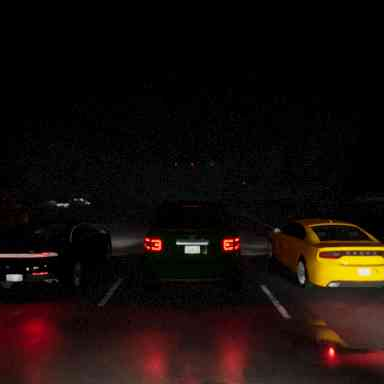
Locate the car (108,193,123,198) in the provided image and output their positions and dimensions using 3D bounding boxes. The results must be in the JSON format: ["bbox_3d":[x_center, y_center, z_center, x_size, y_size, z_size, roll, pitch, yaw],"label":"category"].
[{"bbox_3d":[-18.812,1.177,80.016,2.033,1.411,5.357,0,0,-1],"label":"car"}]

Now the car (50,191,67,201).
[{"bbox_3d":[-29.195,0.898,73.407,2.150,2.045,5.566,0,0,-1],"label":"car"}]

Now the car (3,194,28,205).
[{"bbox_3d":[-28.940,1.129,54.689,2.097,1.767,4.553,0,0,-1],"label":"car"}]

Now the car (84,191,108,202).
[{"bbox_3d":[-18.564,0.943,64.587,2.150,2.045,5.566,0,0,-1],"label":"car"}]

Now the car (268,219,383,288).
[{"bbox_3d":[3.475,1.468,9.211,1.882,1.535,5.008,0,0,0],"label":"car"}]

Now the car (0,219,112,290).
[{"bbox_3d":[-3.522,1.482,9.012,2.128,1.511,4.902,0,0,0],"label":"car"}]

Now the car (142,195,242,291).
[{"bbox_3d":[-0.014,1.212,9.157,2.150,2.045,5.566,0,0,0],"label":"car"}]

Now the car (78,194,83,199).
[{"bbox_3d":[-29.912,1.182,88.895,1.895,1.301,4.718,0,0,-7],"label":"car"}]

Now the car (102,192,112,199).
[{"bbox_3d":[-23.117,0.933,90.705,2.097,1.767,4.553,0,0,-7],"label":"car"}]

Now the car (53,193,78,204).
[{"bbox_3d":[-21.991,1.321,57.941,1.994,1.385,4.181,0,0,-1],"label":"car"}]
